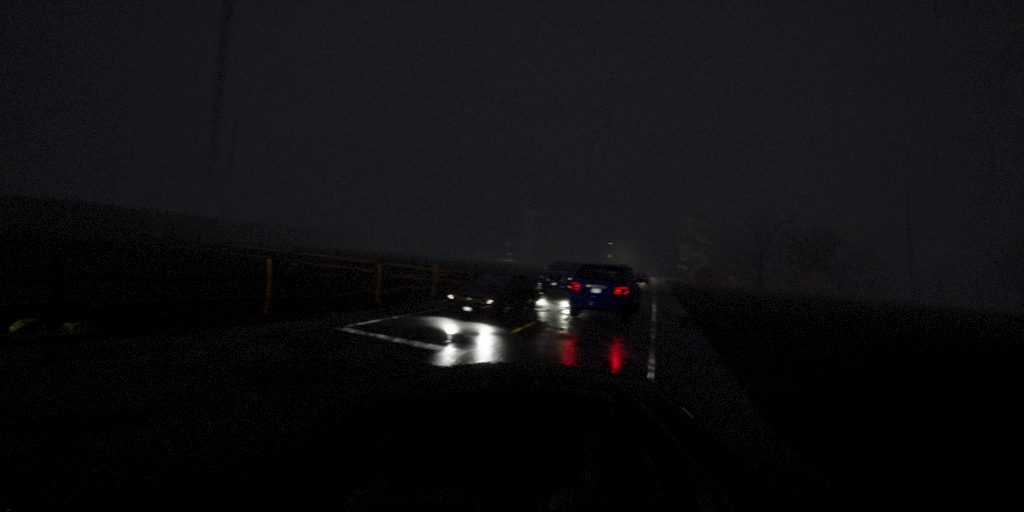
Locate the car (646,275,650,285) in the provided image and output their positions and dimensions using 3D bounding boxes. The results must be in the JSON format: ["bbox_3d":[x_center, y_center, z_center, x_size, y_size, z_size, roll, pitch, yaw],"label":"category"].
[{"bbox_3d":[15.724,2.711,43.845,1.994,1.385,4.181,4,0,22],"label":"car"}]

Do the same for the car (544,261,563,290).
[{"bbox_3d":[3.434,1.338,23.007,2.150,2.045,5.566,4,0,22],"label":"car"}]

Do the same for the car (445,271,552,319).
[{"bbox_3d":[-0.371,1.333,13.552,2.033,1.411,5.357,4,0,22],"label":"car"}]

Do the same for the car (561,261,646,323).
[{"bbox_3d":[3.867,1.331,14.397,2.150,2.045,5.566,4,0,24],"label":"car"}]
